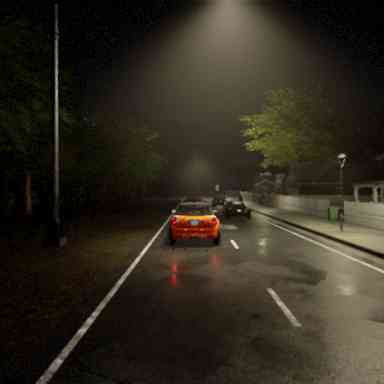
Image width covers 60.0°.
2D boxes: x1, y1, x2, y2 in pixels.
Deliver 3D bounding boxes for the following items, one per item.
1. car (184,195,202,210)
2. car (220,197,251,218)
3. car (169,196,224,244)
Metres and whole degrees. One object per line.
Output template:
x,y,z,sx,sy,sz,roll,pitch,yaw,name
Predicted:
0.106,1.166,38.325,1.882,1.535,5.008,0,1,0,car
3.576,1.355,27.164,1.994,1.385,4.181,0,1,0,car
0.103,1.247,15.438,2.097,1.767,4.553,0,0,0,car
